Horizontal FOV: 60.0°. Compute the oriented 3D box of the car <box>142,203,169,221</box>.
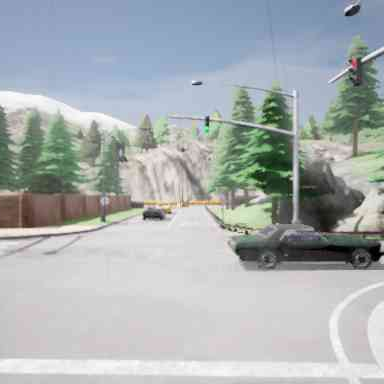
[{"bbox_3d":[-3.603,2.009,32.210,1.895,1.301,4.718,0,-1,0],"label":"car"}]

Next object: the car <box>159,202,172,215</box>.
[{"bbox_3d":[-3.601,2.014,42.424,1.882,1.535,5.008,0,-1,0],"label":"car"}]

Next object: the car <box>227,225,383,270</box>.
[{"bbox_3d":[3.618,1.744,10.976,4.718,1.301,1.895,0,-1,-1],"label":"car"}]
